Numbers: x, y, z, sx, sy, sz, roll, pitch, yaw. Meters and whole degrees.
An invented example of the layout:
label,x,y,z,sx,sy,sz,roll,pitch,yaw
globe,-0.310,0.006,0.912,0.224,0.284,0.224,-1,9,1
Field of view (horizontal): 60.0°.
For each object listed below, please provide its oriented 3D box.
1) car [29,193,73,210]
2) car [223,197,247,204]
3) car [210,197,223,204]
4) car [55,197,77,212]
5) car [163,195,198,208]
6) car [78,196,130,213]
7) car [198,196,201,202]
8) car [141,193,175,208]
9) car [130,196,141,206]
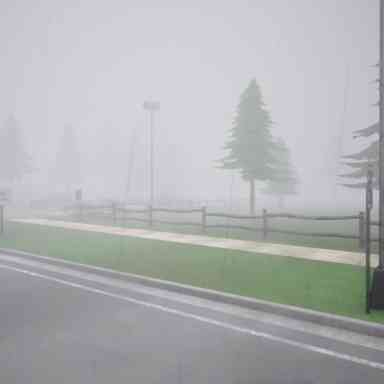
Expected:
label,x,y,z,sx,sy,sz,roll,pitch,yaw
car,-17.912,1.216,42.668,2.150,2.045,5.566,0,0,35
car,8.407,1.574,61.717,2.033,1.411,5.357,0,0,35
car,5.542,1.596,63.728,2.033,1.411,5.357,0,0,35
car,-12.784,1.560,37.807,1.994,1.385,4.181,0,0,35
car,-1.566,1.522,47.667,1.812,1.442,4.674,0,0,35
car,-9.576,1.474,36.284,1.882,1.535,5.008,0,0,35
car,-0.169,1.357,67.776,2.097,1.767,4.553,0,0,35
car,-4.457,1.215,49.658,2.150,2.045,5.566,0,0,35
car,-9.634,1.473,54.461,1.882,1.535,5.008,0,1,35
